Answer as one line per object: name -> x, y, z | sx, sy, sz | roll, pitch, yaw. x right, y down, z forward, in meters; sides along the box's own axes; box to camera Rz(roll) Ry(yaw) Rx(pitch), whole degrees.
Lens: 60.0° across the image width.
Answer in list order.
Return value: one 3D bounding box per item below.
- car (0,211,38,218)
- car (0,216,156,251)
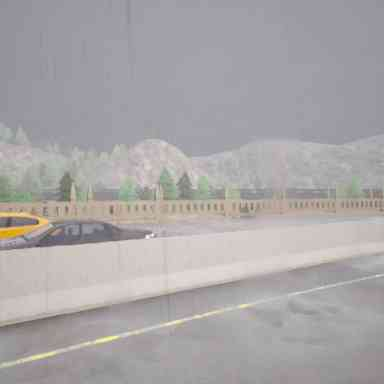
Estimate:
car -> -6.868, 1.477, 11.781 | 5.008, 1.535, 1.882 | 0, 0, -34
car -> -3.608, 1.547, 9.836 | 5.357, 1.411, 2.033 | 0, 0, -33
